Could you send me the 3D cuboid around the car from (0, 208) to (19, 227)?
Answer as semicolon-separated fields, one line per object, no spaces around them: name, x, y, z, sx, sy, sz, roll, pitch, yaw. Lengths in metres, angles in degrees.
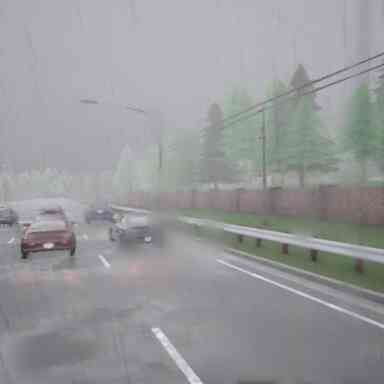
car;-14.551;1.893;25.530;1.994;1.385;4.181;-1;0;-22

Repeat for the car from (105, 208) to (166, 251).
car;-2.524;1.641;14.820;1.812;1.442;4.674;-1;0;-22

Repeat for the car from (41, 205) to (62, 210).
car;-11.263;1.800;26.731;1.837;1.490;4.892;-1;0;-22

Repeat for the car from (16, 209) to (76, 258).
car;-5.754;1.673;13.476;1.812;1.442;4.674;-1;0;-22

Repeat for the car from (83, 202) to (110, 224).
car;-7.991;1.612;27.972;2.097;1.767;4.553;-1;0;-22
